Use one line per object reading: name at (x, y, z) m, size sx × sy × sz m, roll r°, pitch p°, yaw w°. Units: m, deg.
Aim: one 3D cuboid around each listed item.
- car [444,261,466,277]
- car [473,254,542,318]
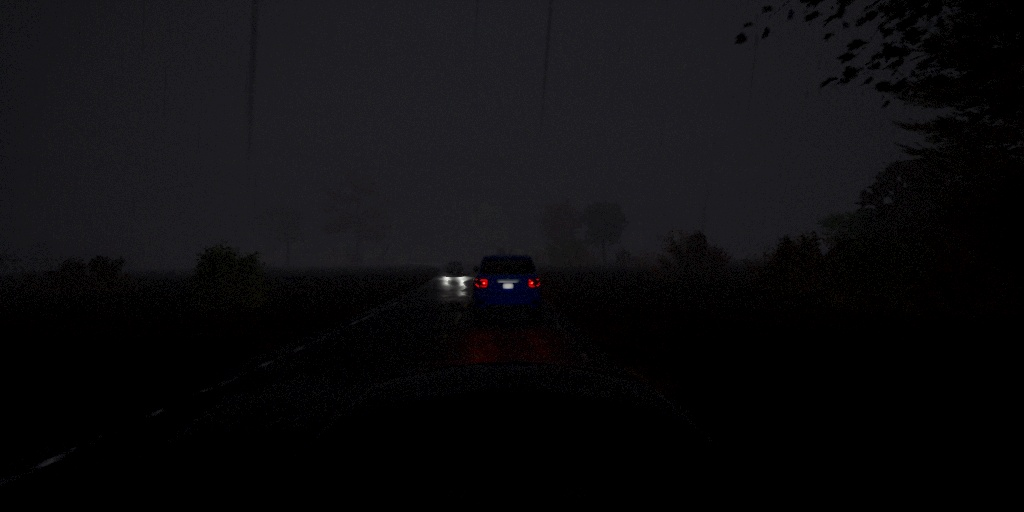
car at (-5.710, 1.252, 36.075) m, size 1.837 × 1.490 × 4.892 m, roll 0°, pitch 0°, yaw -9°
car at (-0.242, 0.964, 13.107) m, size 2.150 × 2.045 × 5.566 m, roll 0°, pitch 0°, yaw -3°
